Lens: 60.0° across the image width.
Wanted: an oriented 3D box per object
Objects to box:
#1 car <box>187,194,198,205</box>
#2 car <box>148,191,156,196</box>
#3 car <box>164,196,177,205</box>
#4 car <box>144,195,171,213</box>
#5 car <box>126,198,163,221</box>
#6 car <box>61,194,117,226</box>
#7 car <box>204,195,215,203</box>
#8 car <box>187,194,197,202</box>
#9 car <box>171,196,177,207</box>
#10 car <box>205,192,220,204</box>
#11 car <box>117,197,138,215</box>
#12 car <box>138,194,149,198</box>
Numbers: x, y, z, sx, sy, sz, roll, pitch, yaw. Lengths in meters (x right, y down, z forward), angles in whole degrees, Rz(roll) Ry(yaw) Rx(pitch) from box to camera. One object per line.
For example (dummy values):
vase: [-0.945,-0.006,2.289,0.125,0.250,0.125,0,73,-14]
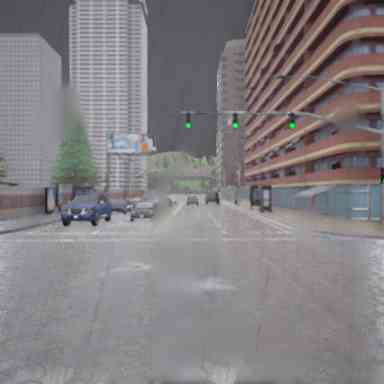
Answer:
car: [0.086,1.357,53.645,2.033,1.411,5.357,0,0,0]
car: [-7.055,1.171,52.654,2.097,1.767,4.553,0,0,0]
car: [-3.533,1.333,54.886,1.812,1.442,4.674,0,0,0]
car: [-3.600,1.408,35.219,1.812,1.442,4.674,0,0,0]
car: [-3.604,1.443,26.123,1.812,1.442,4.674,0,0,0]
car: [-7.107,1.154,23.066,2.150,2.045,5.566,0,0,0]
car: [3.487,1.360,66.103,1.895,1.301,4.718,0,0,0]
car: [-0.014,1.235,67.182,1.882,1.535,5.008,0,0,0]
car: [-3.593,1.393,44.930,2.033,1.411,5.357,0,0,0]
car: [3.488,1.017,56.535,2.150,2.045,5.566,0,0,0]
car: [-7.107,1.440,33.317,2.033,1.411,5.357,0,0,0]
car: [-7.101,1.382,42.812,1.812,1.442,4.674,0,0,1]
